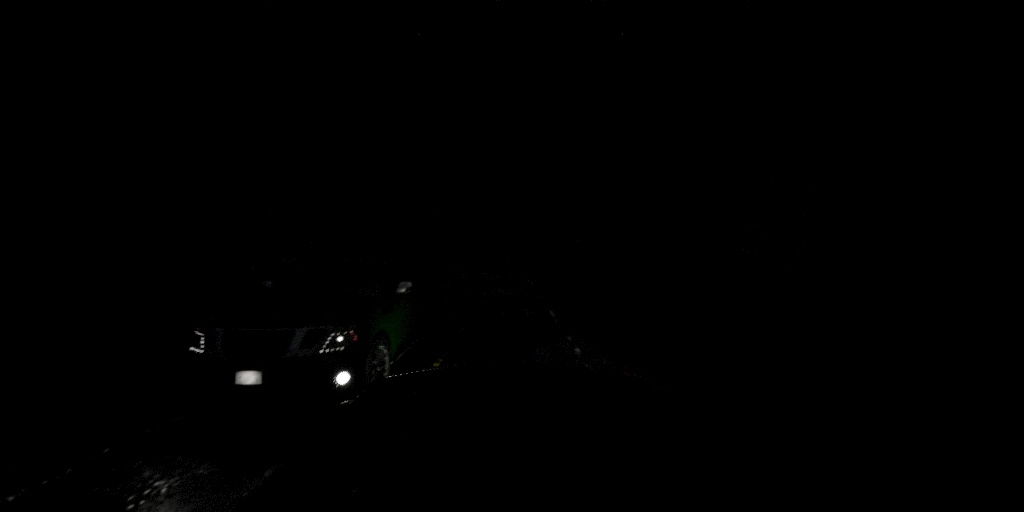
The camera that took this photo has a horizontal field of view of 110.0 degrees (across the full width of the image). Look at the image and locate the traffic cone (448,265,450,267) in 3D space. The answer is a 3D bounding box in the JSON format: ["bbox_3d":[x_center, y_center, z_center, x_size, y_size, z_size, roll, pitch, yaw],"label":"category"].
[{"bbox_3d":[-9.762,1.481,55.607,0.340,0.580,0.340,0,0,-23],"label":"traffic cone"}]

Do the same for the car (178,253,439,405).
[{"bbox_3d":[-2.850,0.964,6.643,2.150,2.045,5.566,0,0,0],"label":"car"}]
